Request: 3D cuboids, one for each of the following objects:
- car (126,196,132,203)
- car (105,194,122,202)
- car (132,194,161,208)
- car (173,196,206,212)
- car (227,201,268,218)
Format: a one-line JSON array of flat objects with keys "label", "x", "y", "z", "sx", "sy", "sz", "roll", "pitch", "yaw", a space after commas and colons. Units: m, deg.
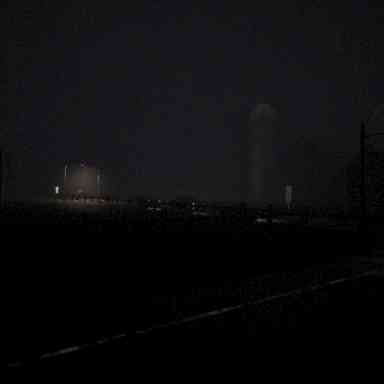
[{"label": "car", "x": -9.528, "y": 1.174, "z": 56.870, "sx": 2.097, "sy": 1.767, "sz": 4.553, "roll": 0, "pitch": 0, "yaw": -35}, {"label": "car", "x": -15.312, "y": 1.076, "z": 64.812, "sx": 2.097, "sy": 1.767, "sz": 4.553, "roll": 0, "pitch": 0, "yaw": -36}, {"label": "car", "x": -6.250, "y": 1.254, "z": 47.418, "sx": 2.097, "sy": 1.767, "sz": 4.553, "roll": 0, "pitch": 0, "yaw": -36}, {"label": "car", "x": -0.363, "y": 1.350, "z": 39.244, "sx": 2.097, "sy": 1.767, "sz": 4.553, "roll": 0, "pitch": 0, "yaw": -36}, {"label": "car", "x": 5.298, "y": 1.614, "z": 31.404, "sx": 1.812, "sy": 1.442, "sz": 4.674, "roll": 0, "pitch": 0, "yaw": -36}]
